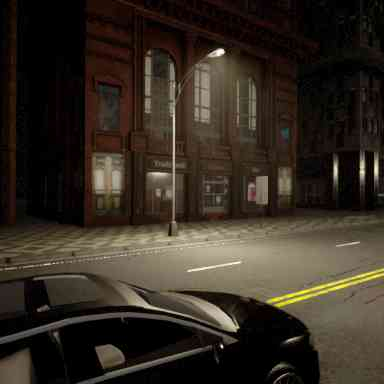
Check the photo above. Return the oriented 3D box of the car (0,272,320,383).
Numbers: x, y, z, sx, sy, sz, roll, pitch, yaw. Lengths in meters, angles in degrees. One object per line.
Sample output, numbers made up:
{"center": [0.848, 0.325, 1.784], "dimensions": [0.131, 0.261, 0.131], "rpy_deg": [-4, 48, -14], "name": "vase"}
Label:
{"center": [-0.922, 1.492, 2.782], "dimensions": [4.902, 1.511, 2.128], "rpy_deg": [0, 0, -35], "name": "car"}
